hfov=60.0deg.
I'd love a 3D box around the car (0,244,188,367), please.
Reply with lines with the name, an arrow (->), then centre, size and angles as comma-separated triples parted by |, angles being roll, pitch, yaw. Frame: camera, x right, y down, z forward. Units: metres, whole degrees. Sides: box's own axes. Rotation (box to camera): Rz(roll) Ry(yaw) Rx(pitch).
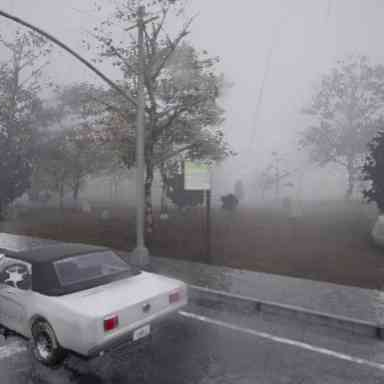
car -> -2.477, 1.587, 5.760 | 4.718, 1.301, 1.895 | 0, 0, 36
